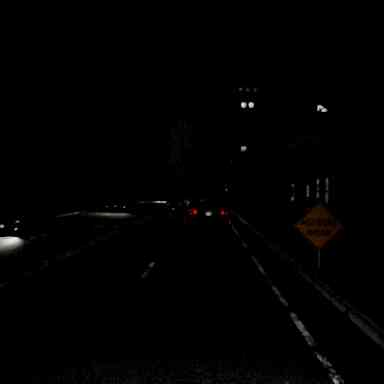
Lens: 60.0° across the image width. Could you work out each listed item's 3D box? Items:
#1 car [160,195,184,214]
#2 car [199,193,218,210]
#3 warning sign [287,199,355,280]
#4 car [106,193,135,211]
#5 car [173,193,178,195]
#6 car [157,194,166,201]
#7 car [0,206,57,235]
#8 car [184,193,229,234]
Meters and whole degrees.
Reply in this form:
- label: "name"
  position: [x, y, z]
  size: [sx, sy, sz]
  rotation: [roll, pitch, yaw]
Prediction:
- label: "car"
  position: [-1.612, 1.408, 33.880]
  size: [2.128, 1.511, 4.902]
  rotation: [0, 0, 3]
- label: "car"
  position: [2.112, 1.145, 42.642]
  size: [2.150, 2.045, 5.566]
  rotation: [0, 0, 3]
- label: "warning sign"
  position: [3.178, 1.125, 8.350]
  size: [1.300, 1.860, 1.060]
  rotation: [0, 0, 3]
- label: "car"
  position: [-7.977, 1.137, 37.868]
  size: [2.150, 2.045, 5.566]
  rotation: [0, 0, 3]
- label: "car"
  position: [-3.537, 1.117, 75.039]
  size: [2.097, 1.767, 4.553]
  rotation: [0, 0, 1]
- label: "car"
  position: [-6.789, 1.262, 75.014]
  size: [2.128, 1.511, 4.902]
  rotation: [0, 0, 1]
- label: "car"
  position: [-9.060, 1.455, 17.986]
  size: [1.994, 1.385, 4.181]
  rotation: [0, 0, 3]
- label: "car"
  position: [0.968, 1.190, 19.365]
  size: [2.150, 2.045, 5.566]
  rotation: [0, 0, 3]
